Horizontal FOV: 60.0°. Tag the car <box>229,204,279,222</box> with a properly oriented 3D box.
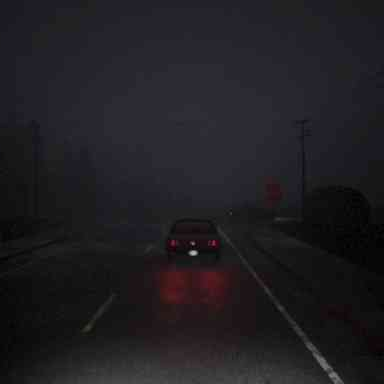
[{"bbox_3d":[5.176,1.715,27.934,4.181,1.385,1.994,0,-1,-18],"label":"car"}]

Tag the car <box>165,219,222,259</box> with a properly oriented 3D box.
[{"bbox_3d":[0.062,1.684,12.922,1.895,1.301,4.718,0,0,0],"label":"car"}]
